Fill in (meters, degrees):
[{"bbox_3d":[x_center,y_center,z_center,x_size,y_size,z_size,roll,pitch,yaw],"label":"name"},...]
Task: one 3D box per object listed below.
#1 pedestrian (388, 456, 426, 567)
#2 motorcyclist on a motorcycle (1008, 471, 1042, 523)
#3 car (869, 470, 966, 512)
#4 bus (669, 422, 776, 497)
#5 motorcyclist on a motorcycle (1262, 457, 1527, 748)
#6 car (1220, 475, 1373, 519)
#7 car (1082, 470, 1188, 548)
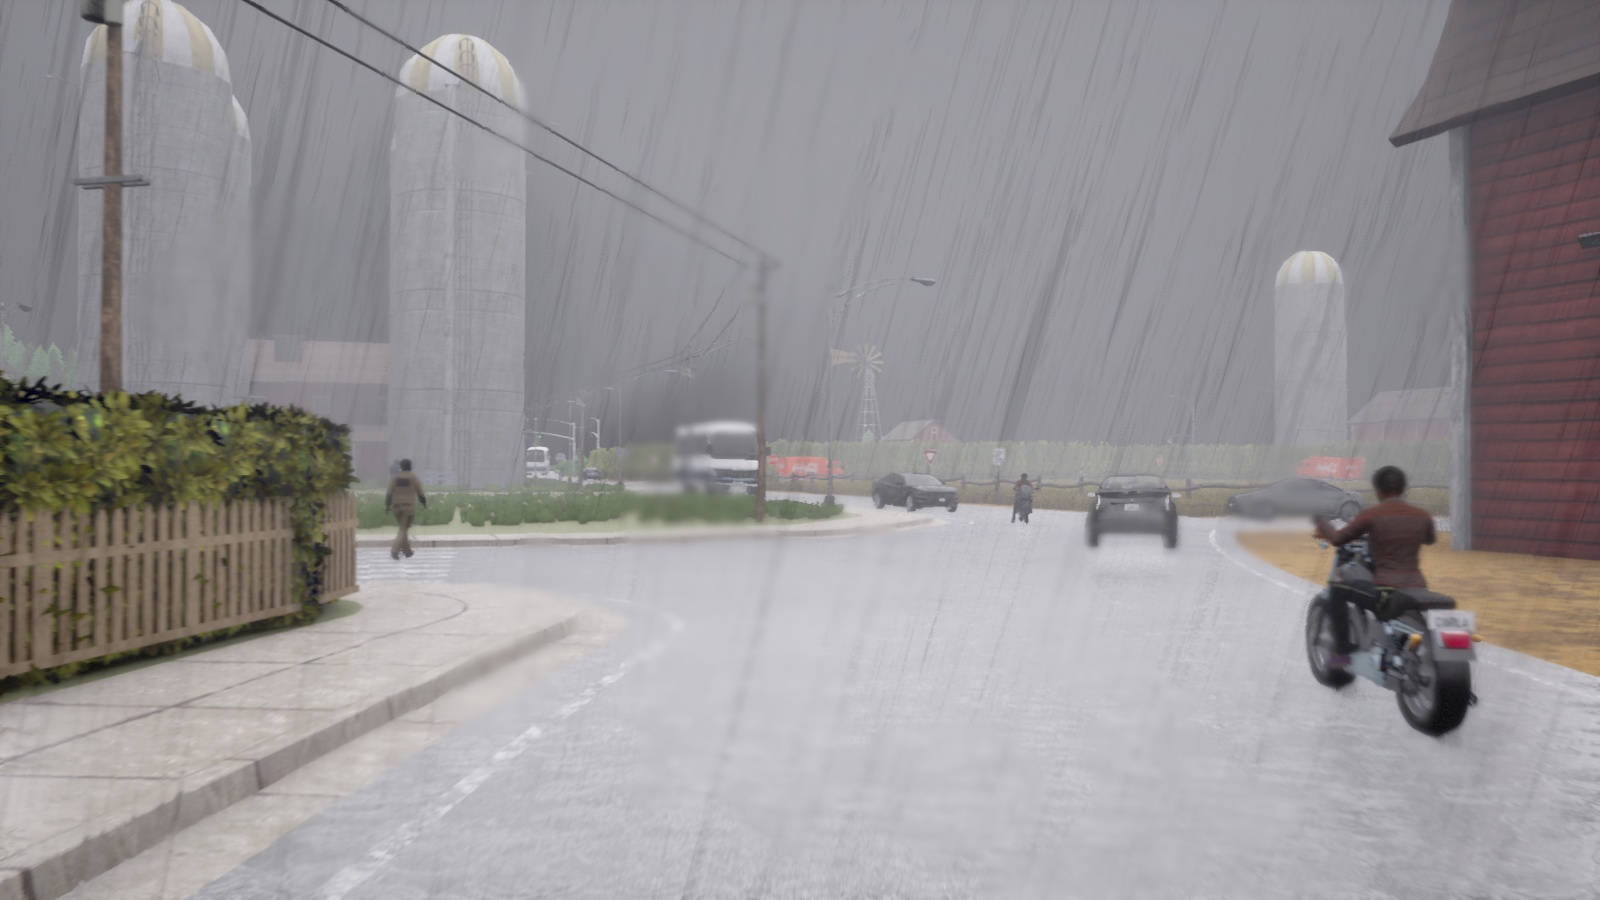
[{"bbox_3d":[-6.977,1.078,22.297,0.396,1.930,0.692,0,-1,6],"label":"pedestrian"},{"bbox_3d":[6.836,1.409,38.249,0.797,1.523,2.044,0,-1,4],"label":"motorcyclist on a motorcycle"},{"bbox_3d":[4.516,1.575,49.145,1.882,1.535,5.008,0,-1,-19],"label":"car"},{"bbox_3d":[-4.891,0.613,76.571,3.944,4.253,10.273,0,-1,-19],"label":"bus"},{"bbox_3d":[3.817,0.890,8.334,0.766,1.649,2.350,0,-1,4],"label":"motorcyclist on a motorcycle"},{"bbox_3d":[16.030,1.510,40.694,4.181,1.385,1.994,0,-1,3],"label":"car"},{"bbox_3d":[7.154,1.184,26.874,2.007,1.525,4.514,0,-1,15],"label":"car"}]
